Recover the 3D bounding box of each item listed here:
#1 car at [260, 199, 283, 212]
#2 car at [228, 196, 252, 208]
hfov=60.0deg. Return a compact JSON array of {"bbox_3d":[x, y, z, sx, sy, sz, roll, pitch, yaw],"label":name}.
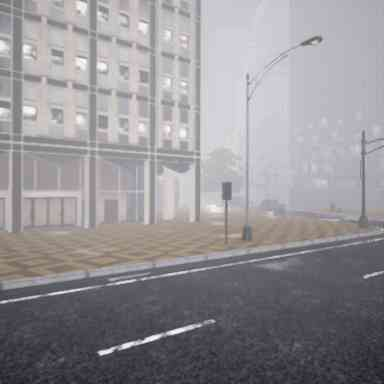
[{"bbox_3d":[10.789,1.754,44.803,2.097,1.767,4.553,0,-1,-8],"label":"car"},{"bbox_3d":[8.657,1.783,60.724,2.150,2.045,5.566,0,0,-7],"label":"car"}]
